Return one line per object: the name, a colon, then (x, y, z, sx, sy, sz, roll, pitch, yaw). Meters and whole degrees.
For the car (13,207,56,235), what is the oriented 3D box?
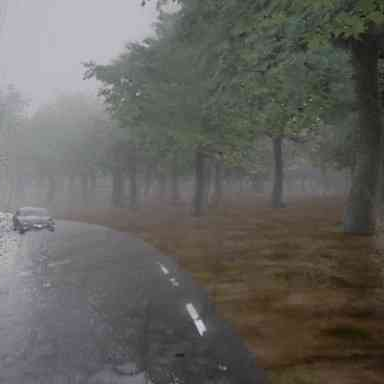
car: (-9.708, 1.679, 20.311, 1.837, 1.490, 4.892, -2, 0, -34)
